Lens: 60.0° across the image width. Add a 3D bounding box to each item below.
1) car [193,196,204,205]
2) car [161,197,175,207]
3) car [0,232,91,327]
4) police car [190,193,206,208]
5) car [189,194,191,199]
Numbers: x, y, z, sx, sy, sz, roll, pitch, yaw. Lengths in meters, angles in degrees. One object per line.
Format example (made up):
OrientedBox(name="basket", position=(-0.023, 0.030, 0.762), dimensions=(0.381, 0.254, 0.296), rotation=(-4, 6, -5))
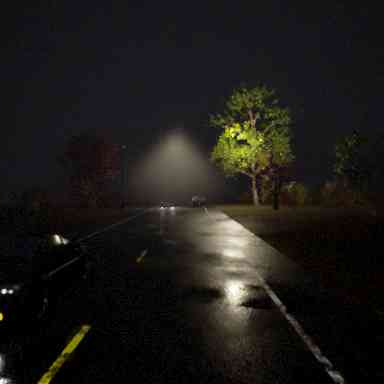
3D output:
OrientedBox(name="car", position=(1.061, 1.440, 58.438), dimensions=(1.882, 1.535, 5.008), rotation=(0, 0, 0))
OrientedBox(name="car", position=(-3.562, 1.476, 49.776), dimensions=(1.837, 1.490, 4.892), rotation=(0, -1, 0))
OrientedBox(name="car", position=(-3.599, 1.561, 6.969), dimensions=(1.994, 1.385, 4.181), rotation=(0, 0, 0))
OrientedBox(name="police car", position=(1.059, 1.396, 48.547), dimensions=(1.930, 1.638, 5.238), rotation=(0, 0, 0))
OrientedBox(name="car", position=(1.062, 1.182, 64.470), dimensions=(2.150, 2.045, 5.566), rotation=(0, 0, 0))
